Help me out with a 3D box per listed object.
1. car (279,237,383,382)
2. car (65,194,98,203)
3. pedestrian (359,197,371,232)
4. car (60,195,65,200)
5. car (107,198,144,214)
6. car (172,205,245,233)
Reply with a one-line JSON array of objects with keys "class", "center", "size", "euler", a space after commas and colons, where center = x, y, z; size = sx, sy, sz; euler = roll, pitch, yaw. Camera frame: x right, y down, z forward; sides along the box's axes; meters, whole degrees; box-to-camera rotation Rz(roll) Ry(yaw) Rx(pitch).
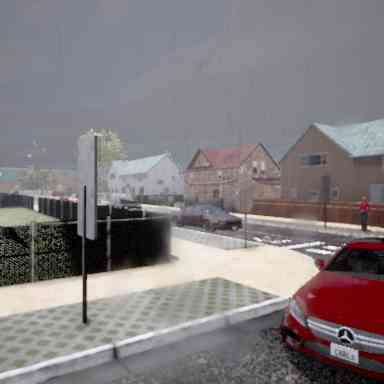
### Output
[{"class": "car", "center": [3.199, 1.552, 5.495], "size": [1.812, 1.442, 4.674], "euler": [2, 1, 40]}, {"class": "car", "center": [-13.394, 1.001, 40.183], "size": [2.097, 1.767, 4.553], "euler": [0, 1, -34]}, {"class": "pedestrian", "center": [9.049, 1.131, 17.498], "size": [0.375, 1.860, 0.375], "euler": [1, -1, -34]}, {"class": "car", "center": [-20.933, 1.071, 56.471], "size": [1.895, 1.301, 4.718], "euler": [0, 0, -34]}, {"class": "car", "center": [-5.921, 1.293, 29.121], "size": [1.837, 1.490, 4.892], "euler": [0, 1, -34]}, {"class": "car", "center": [0.716, 1.456, 19.344], "size": [2.033, 1.411, 5.357], "euler": [0, 0, -34]}]
